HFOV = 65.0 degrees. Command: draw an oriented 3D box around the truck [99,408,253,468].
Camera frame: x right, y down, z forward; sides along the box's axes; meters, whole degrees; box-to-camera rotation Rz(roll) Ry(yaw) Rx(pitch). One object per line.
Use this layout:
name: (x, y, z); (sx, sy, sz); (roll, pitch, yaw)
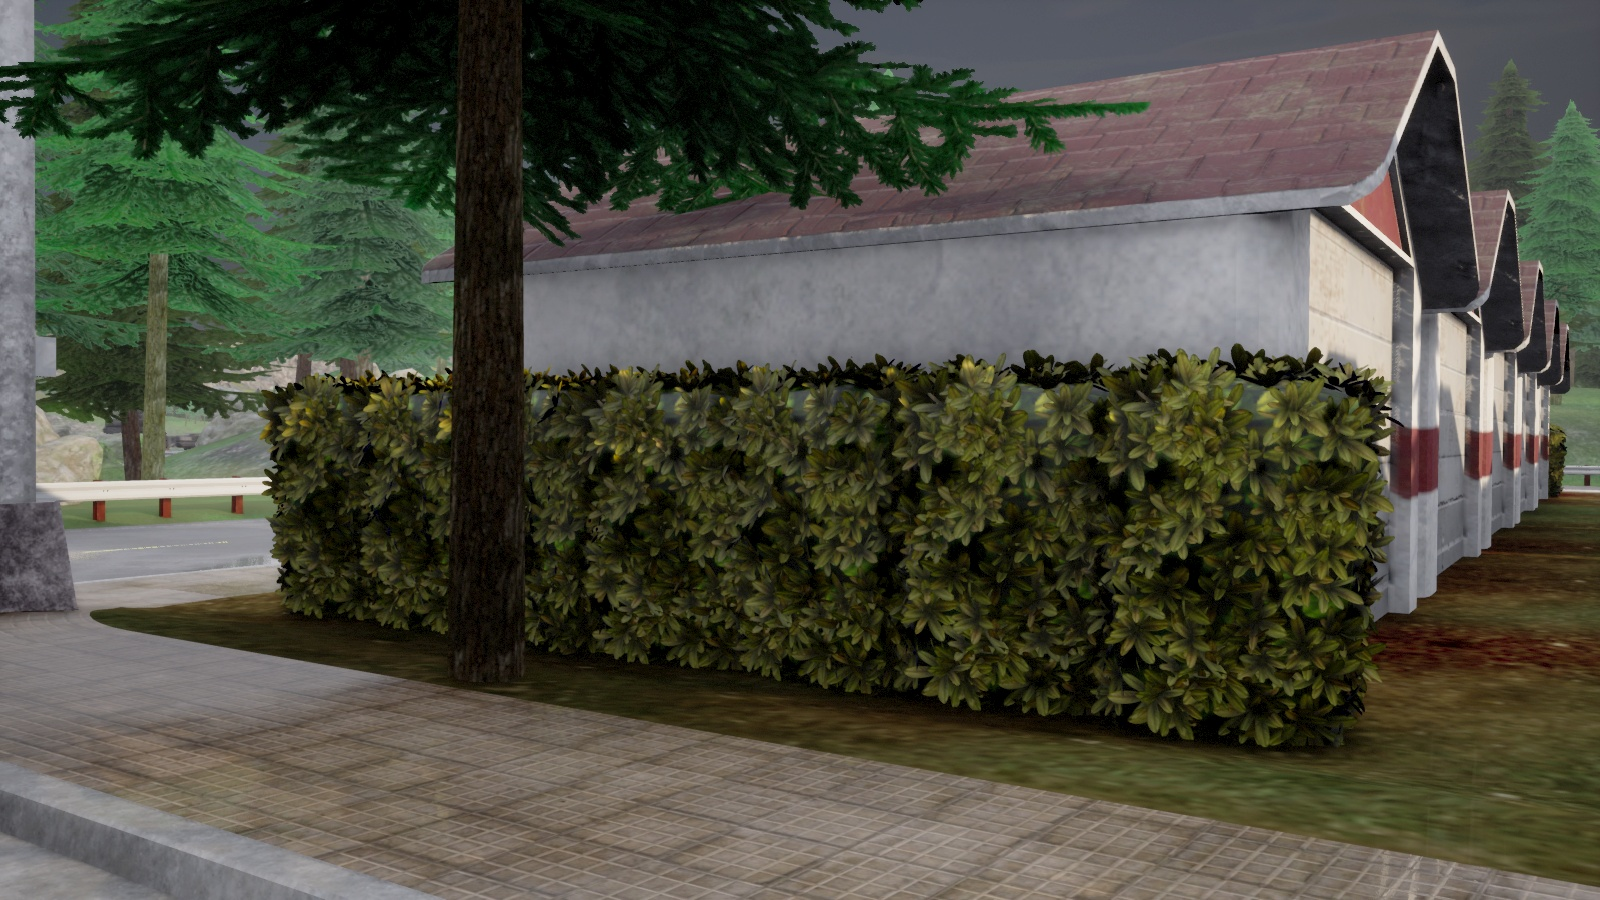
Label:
truck: (-37.642, -0.753, 76.096); (2.891, 3.462, 7.936); (0, 1, 34)
